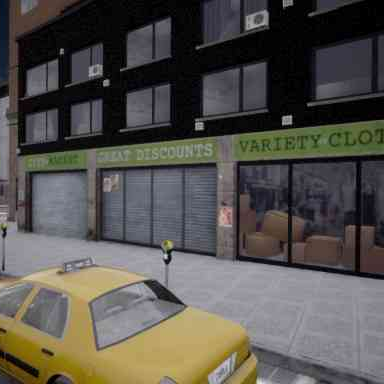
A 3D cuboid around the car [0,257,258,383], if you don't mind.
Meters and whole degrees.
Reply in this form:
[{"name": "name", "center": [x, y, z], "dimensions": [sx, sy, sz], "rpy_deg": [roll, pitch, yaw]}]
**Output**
[{"name": "car", "center": [-1.615, 1.524, 4.240], "dimensions": [4.829, 1.417, 1.752], "rpy_deg": [0, 1, 35]}]
